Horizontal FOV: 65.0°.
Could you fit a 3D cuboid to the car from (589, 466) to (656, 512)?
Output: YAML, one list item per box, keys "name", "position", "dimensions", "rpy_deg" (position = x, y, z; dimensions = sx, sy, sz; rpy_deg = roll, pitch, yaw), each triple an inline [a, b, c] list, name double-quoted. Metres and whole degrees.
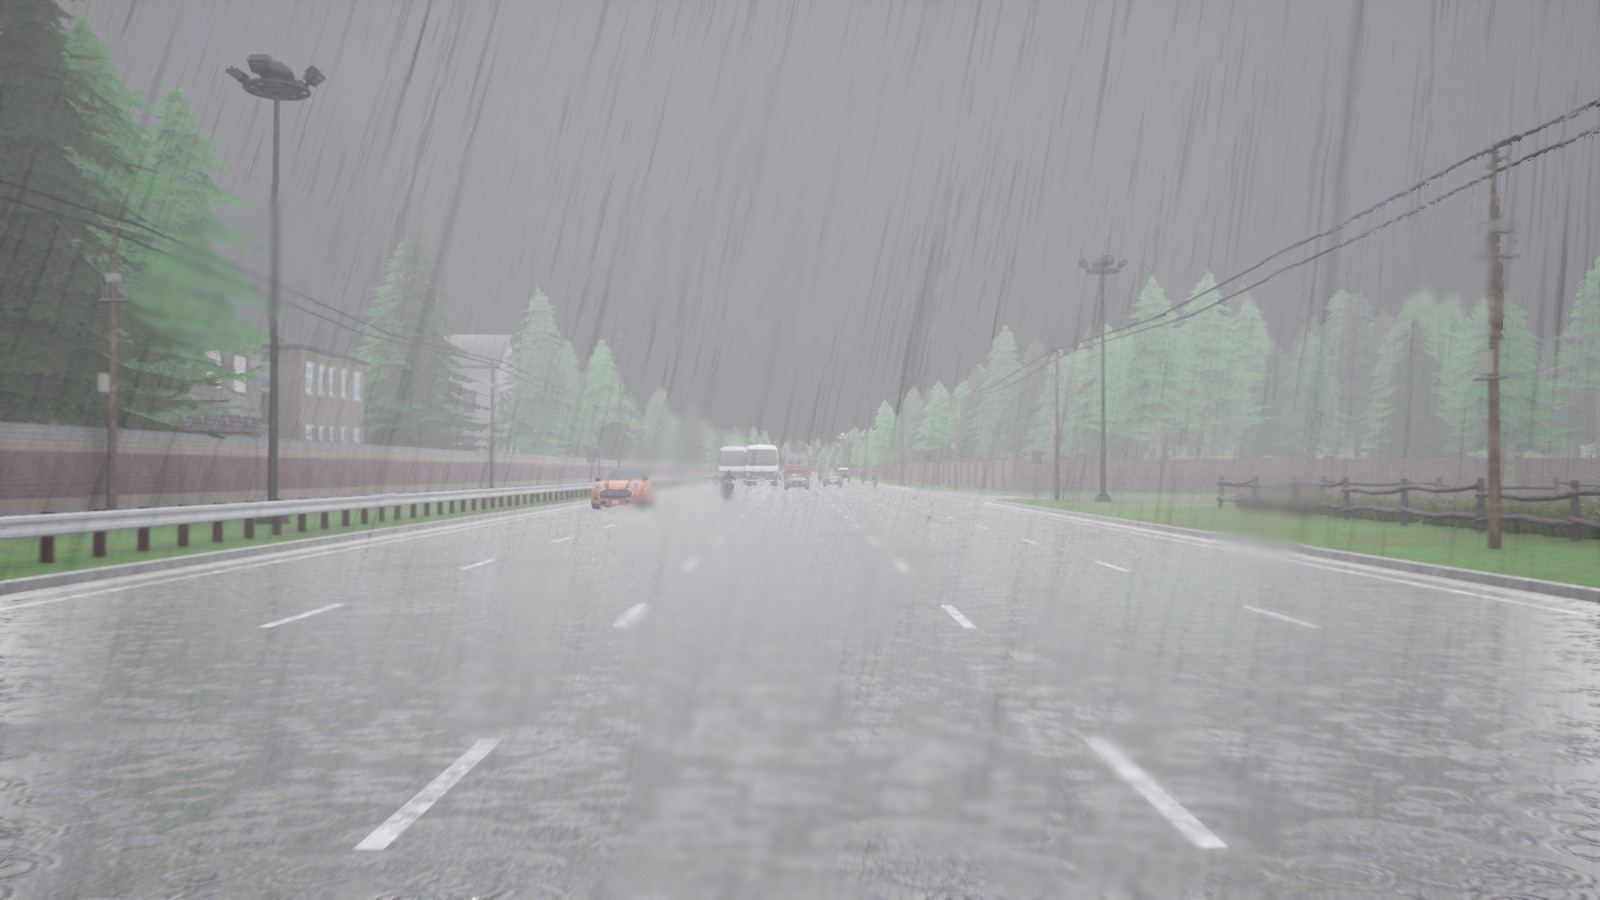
- name: "car"
  position: [-7.126, 1.553, 50.918]
  dimensions: [2.097, 1.767, 4.553]
  rpy_deg: [0, -1, 0]
